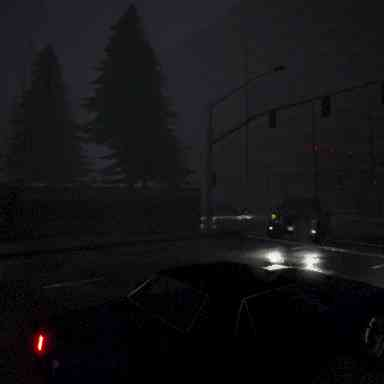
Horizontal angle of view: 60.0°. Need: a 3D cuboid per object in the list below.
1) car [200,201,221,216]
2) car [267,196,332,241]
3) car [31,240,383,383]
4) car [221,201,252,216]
[{"bbox_3d":[0.396,1.581,32.878,1.812,1.442,4.674,0,0,-35],"label":"car"},{"bbox_3d":[5.643,1.252,16.701,2.150,2.045,5.566,2,0,30],"label":"car"},{"bbox_3d":[0.670,1.601,4.260,4.718,1.301,1.895,0,0,-35],"label":"car"},{"bbox_3d":[3.691,1.603,34.239,2.033,1.411,5.357,0,0,-35],"label":"car"}]
